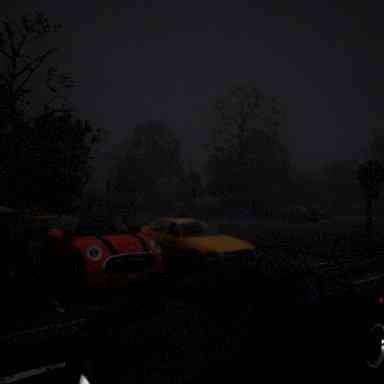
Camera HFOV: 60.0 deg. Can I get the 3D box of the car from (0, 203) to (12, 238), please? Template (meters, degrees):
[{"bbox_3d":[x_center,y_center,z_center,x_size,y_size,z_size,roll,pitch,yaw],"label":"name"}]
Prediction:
[{"bbox_3d":[-11.443,1.478,18.414,1.946,1.575,5.366,1,0,-36],"label":"car"}]

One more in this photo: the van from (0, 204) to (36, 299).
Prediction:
[{"bbox_3d":[-5.155,1.246,7.737,1.878,1.987,4.442,1,0,-36],"label":"van"}]

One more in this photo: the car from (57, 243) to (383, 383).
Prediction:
[{"bbox_3d":[0.662,1.587,4.156,4.181,1.385,1.994,1,0,-35],"label":"car"}]

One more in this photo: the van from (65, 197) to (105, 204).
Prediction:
[{"bbox_3d":[-6.840,1.323,21.361,1.878,1.987,4.442,1,-1,-36],"label":"van"}]

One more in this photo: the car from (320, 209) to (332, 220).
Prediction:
[{"bbox_3d":[12.514,2.015,35.483,2.185,1.767,4.553,2,-1,-36],"label":"car"}]

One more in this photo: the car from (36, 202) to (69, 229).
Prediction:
[{"bbox_3d":[-9.285,1.508,19.970,1.946,1.575,5.366,1,-1,-36],"label":"car"}]

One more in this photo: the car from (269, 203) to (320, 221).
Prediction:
[{"bbox_3d":[9.966,2.085,33.590,2.002,1.452,4.674,2,-1,-36],"label":"car"}]

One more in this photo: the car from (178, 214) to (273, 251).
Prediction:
[{"bbox_3d":[-0.151,1.537,10.975,1.946,1.575,5.366,1,-1,-36],"label":"car"}]

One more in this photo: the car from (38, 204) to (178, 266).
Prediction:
[{"bbox_3d":[-2.643,1.374,9.444,2.185,1.767,4.553,1,-1,-36],"label":"car"}]
